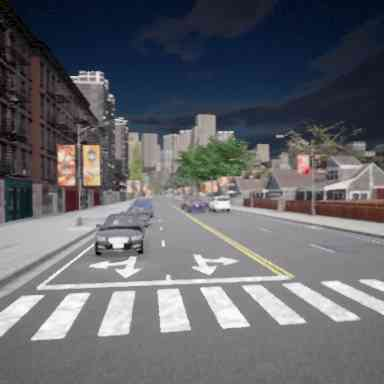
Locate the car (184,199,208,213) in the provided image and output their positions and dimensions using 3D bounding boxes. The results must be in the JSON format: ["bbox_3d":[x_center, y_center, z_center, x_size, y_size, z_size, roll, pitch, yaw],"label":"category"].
[{"bbox_3d":[0.473,1.821,44.848,2.097,1.767,4.553,-1,-1,-6],"label":"car"}]

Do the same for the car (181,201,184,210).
[{"bbox_3d":[-0.631,1.936,54.912,2.097,1.767,4.553,-1,-1,-6],"label":"car"}]

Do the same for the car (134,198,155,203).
[{"bbox_3d":[-5.158,1.666,35.256,2.150,2.045,5.566,-1,-1,-6],"label":"car"}]

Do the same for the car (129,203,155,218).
[{"bbox_3d":[-4.030,1.811,24.649,2.128,1.511,4.902,-1,-1,-6],"label":"car"}]

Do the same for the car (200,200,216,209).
[{"bbox_3d":[2.599,2.071,55.287,1.812,1.442,4.674,-1,-1,-6],"label":"car"}]

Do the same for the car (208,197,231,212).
[{"bbox_3d":[3.711,1.649,44.989,2.150,2.045,5.566,-1,-1,-6],"label":"car"}]

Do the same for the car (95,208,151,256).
[{"bbox_3d":[-2.940,1.687,14.327,2.128,1.511,4.902,-1,-1,-7],"label":"car"}]
